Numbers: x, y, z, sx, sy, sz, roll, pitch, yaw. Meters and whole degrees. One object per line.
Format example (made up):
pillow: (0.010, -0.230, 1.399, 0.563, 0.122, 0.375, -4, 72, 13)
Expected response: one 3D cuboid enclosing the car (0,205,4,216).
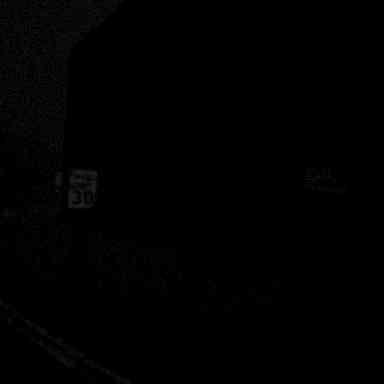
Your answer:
car: (-18.864, 1.529, 30.492, 2.128, 1.511, 4.902, 4, -1, -11)
